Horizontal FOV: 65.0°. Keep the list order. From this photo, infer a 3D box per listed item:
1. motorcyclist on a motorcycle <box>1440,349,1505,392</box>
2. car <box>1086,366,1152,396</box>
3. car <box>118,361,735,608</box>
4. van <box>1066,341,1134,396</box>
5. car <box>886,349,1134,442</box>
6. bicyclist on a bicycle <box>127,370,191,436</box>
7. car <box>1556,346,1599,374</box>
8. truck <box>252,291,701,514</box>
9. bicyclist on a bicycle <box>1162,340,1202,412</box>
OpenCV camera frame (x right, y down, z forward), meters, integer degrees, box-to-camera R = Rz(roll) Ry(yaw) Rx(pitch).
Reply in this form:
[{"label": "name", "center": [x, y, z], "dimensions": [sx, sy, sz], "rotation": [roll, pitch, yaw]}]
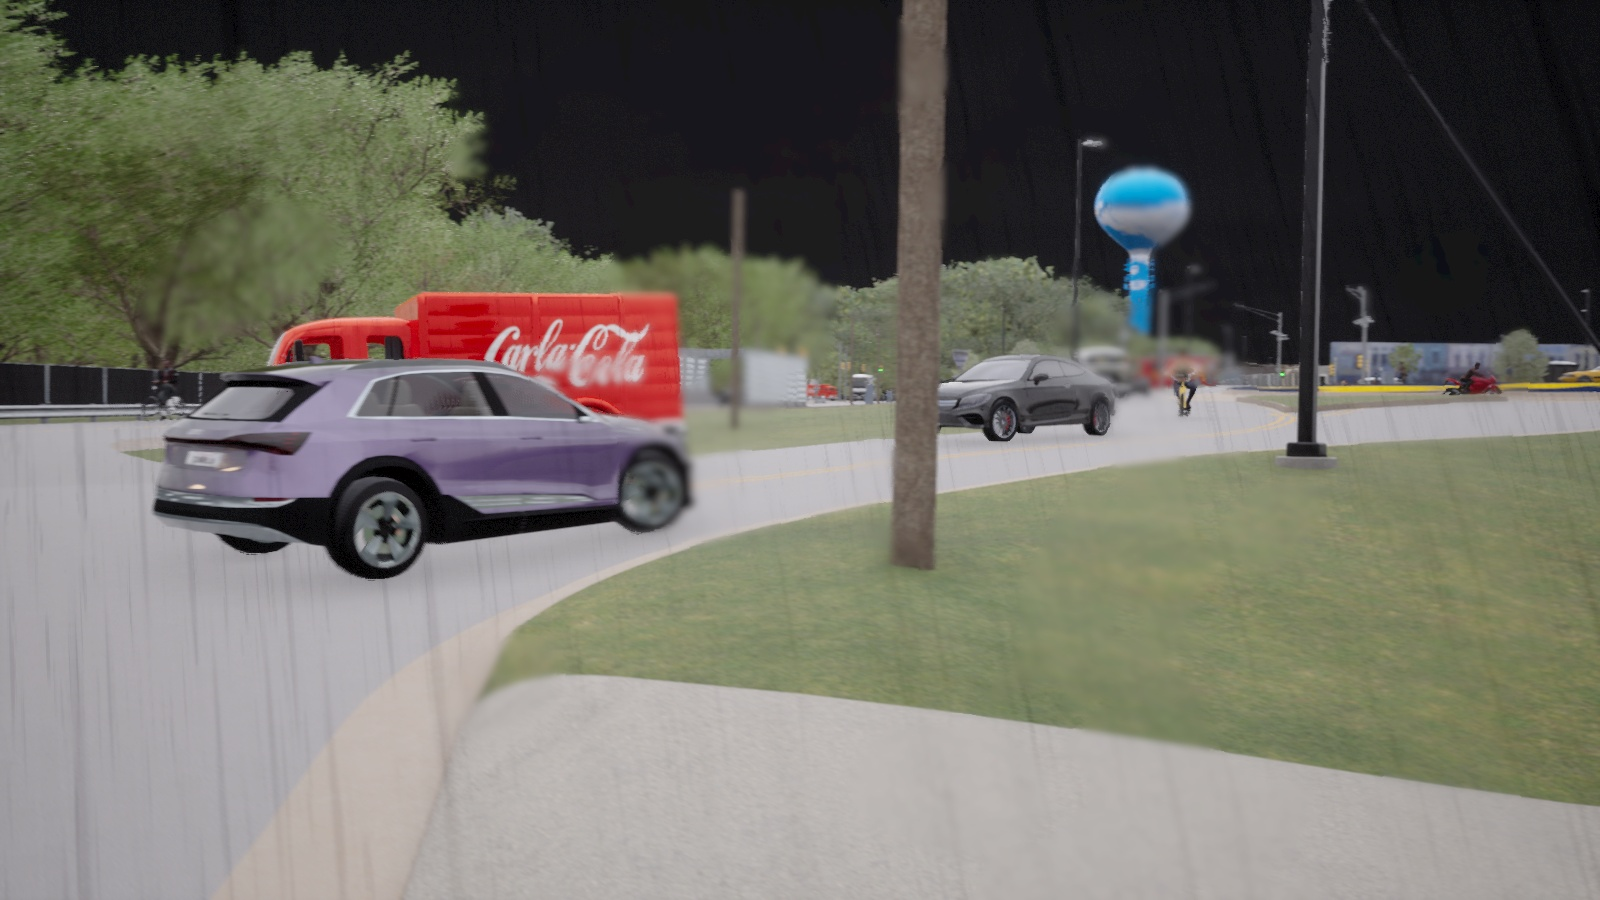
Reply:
[{"label": "motorcyclist on a motorcycle", "center": [24.747, -2.901, 46.228], "dimensions": [2.044, 1.523, 0.797], "rotation": [1, 3, 32]}, {"label": "car", "center": [18.617, -4.043, 73.161], "dimensions": [1.816, 1.474, 4.193], "rotation": [2, 7, 45]}, {"label": "car", "center": [-2.919, 0.074, 10.953], "dimensions": [2.033, 1.649, 4.856], "rotation": [2, 4, 37]}, {"label": "van", "center": [11.800, -3.178, 49.667], "dimensions": [2.069, 2.038, 4.480], "rotation": [-1, 3, 6]}, {"label": "car", "center": [3.757, -0.994, 21.872], "dimensions": [4.674, 1.442, 1.812], "rotation": [-4, 4, -44]}, {"label": "bicyclist on a bicycle", "center": [-17.691, -1.303, 34.699], "dimensions": [0.659, 1.776, 1.843], "rotation": [0, 2, 6]}, {"label": "car", "center": [46.439, -5.167, 71.715], "dimensions": [5.366, 1.575, 1.801], "rotation": [1, 3, 23]}, {"label": "truck", "center": [-4.293, -0.700, 16.627], "dimensions": [5.204, 2.467, 2.627], "rotation": [-4, 3, -25]}, {"label": "bicyclist on a bicycle", "center": [8.882, -1.703, 29.250], "dimensions": [0.866, 1.612, 1.509], "rotation": [0, 2, 16]}]
